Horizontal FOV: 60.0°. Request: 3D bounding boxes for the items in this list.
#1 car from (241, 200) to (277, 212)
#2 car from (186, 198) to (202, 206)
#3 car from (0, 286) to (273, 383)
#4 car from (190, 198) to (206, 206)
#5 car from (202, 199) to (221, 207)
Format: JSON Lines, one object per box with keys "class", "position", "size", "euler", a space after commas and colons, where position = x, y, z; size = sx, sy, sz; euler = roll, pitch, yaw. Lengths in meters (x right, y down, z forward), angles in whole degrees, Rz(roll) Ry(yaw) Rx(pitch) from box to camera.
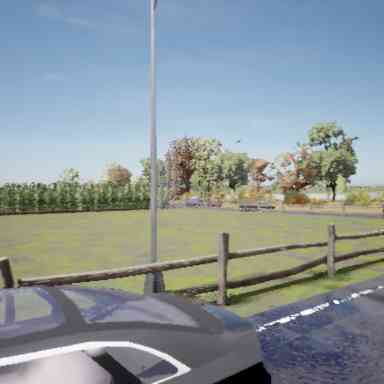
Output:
{"class": "car", "position": [8.901, 1.846, 45.018], "size": [2.033, 1.411, 5.357], "euler": [-1, 0, -33]}
{"class": "car", "position": [0.211, 2.082, 63.534], "size": [2.033, 1.411, 5.357], "euler": [-1, 0, -15]}
{"class": "car", "position": [-1.639, 1.493, 1.900], "size": [4.902, 1.511, 2.128], "euler": [0, 0, -35]}
{"class": "car", "position": [1.228, 2.045, 71.084], "size": [2.128, 1.511, 4.902], "euler": [-1, 0, -16]}
{"class": "car", "position": [3.926, 1.993, 61.669], "size": [1.812, 1.442, 4.674], "euler": [-1, 0, -17]}
